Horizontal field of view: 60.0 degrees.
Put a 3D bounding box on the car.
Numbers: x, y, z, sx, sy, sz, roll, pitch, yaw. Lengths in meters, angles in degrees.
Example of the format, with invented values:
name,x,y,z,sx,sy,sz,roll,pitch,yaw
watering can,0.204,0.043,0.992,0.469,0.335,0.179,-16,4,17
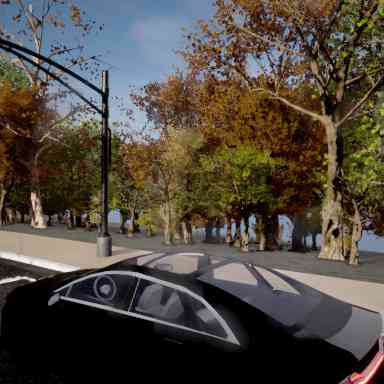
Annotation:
name,x,y,z,sx,sy,sz,roll,pitch,yaw
car,-0.408,1.491,3.985,4.902,1.511,2.128,0,0,36
